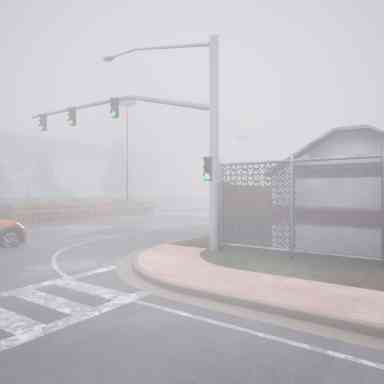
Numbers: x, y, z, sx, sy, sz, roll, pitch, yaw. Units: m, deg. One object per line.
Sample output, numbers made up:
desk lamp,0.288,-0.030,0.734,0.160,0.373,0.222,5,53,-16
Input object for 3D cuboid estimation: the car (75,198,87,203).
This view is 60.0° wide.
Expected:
car,-15.129,1.505,40.870,1.837,1.490,4.892,0,0,34

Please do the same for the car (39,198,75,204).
car,-14.946,1.563,34.849,1.994,1.385,4.181,0,0,34

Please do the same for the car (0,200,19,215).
car,-20.372,1.547,33.028,2.033,1.411,5.357,0,0,34

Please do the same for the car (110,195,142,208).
car,-9.682,1.352,49.006,2.097,1.767,4.553,0,0,34

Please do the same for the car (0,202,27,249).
car,-8.669,1.351,12.384,2.097,1.767,4.553,0,0,34

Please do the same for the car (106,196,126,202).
car,-9.787,1.547,42.562,2.033,1.411,5.357,0,0,34
